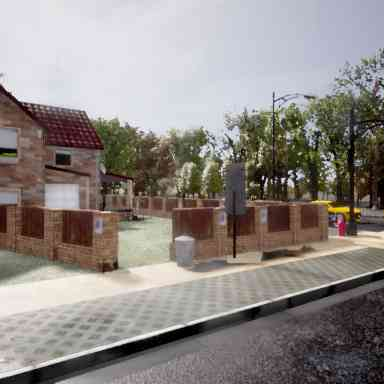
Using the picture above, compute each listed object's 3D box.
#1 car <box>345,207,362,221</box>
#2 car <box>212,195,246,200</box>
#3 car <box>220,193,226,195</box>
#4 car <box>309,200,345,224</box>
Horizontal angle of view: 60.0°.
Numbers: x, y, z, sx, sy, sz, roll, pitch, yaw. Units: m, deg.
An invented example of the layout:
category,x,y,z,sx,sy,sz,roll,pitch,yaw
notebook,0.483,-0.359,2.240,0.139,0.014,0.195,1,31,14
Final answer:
category,x,y,z,sx,sy,sz,roll,pitch,yaw
car,10.309,1.423,25.451,1.882,1.535,5.008,0,0,-35
car,4.269,1.396,33.935,2.128,1.511,4.902,0,0,-35
car,4.843,1.102,44.682,2.150,2.045,5.566,0,0,-35
car,7.818,1.468,23.343,1.812,1.442,4.674,0,0,-35
